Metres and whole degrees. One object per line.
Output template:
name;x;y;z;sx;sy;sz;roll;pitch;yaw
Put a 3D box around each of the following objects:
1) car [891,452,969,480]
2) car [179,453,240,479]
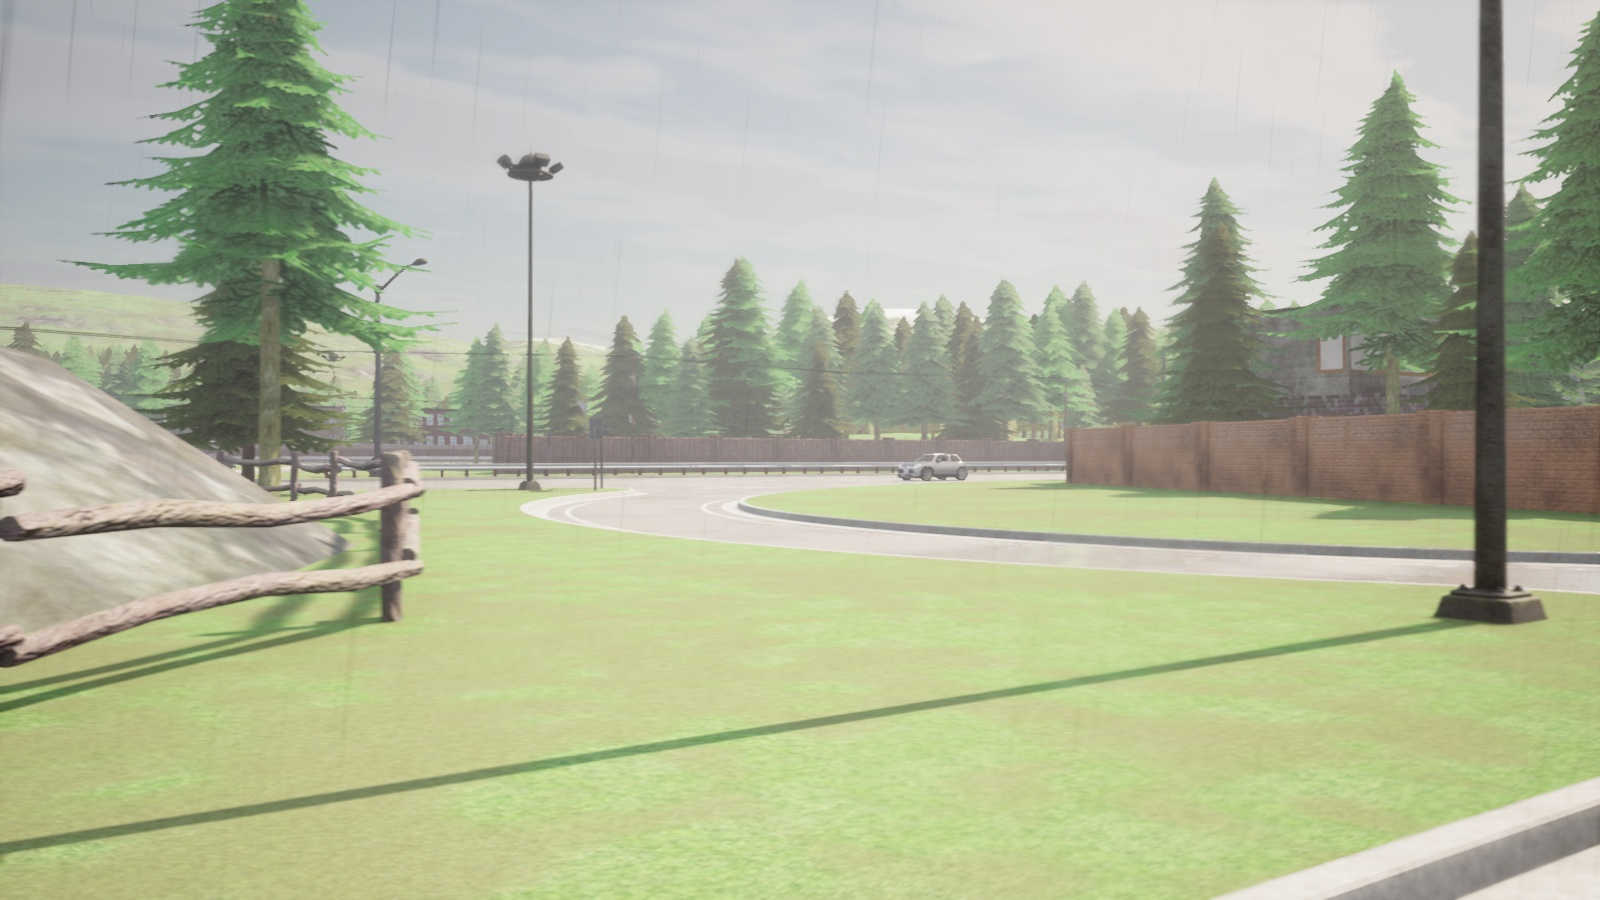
car;7.035;0.862;67.904;3.806;1.475;1.970;0;0;-35
car;-35.938;0.965;76.585;2.128;1.511;4.902;0;0;-10
